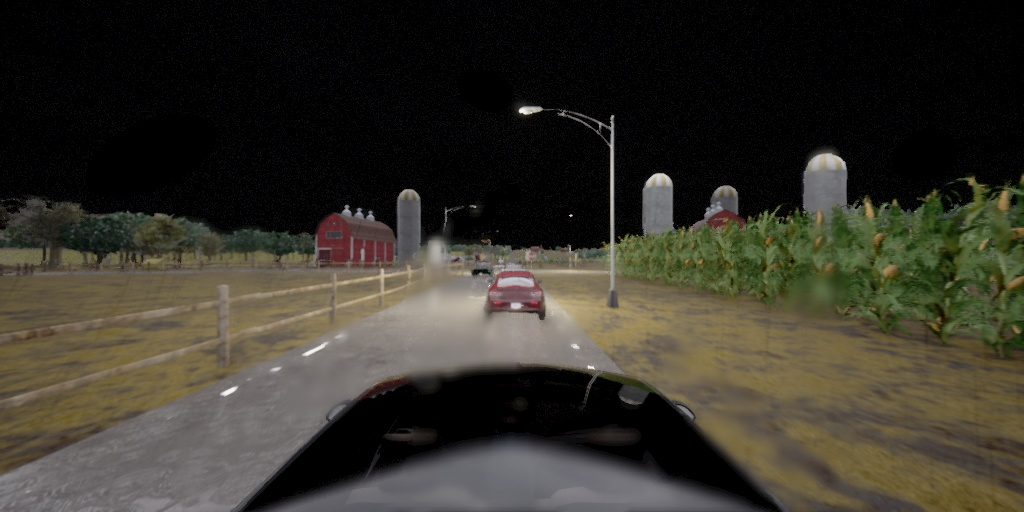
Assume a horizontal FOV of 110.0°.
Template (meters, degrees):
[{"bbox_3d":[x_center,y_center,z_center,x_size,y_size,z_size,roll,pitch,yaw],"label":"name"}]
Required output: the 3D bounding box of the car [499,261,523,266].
[{"bbox_3d":[0.136,1.285,29.449,1.895,1.301,4.718,0,0,0],"label":"car"}]

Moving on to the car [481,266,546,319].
[{"bbox_3d":[0.115,1.227,12.372,1.812,1.442,4.674,0,0,0],"label":"car"}]

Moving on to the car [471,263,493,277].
[{"bbox_3d":[-2.719,1.294,33.859,1.895,1.301,4.718,0,0,1],"label":"car"}]
